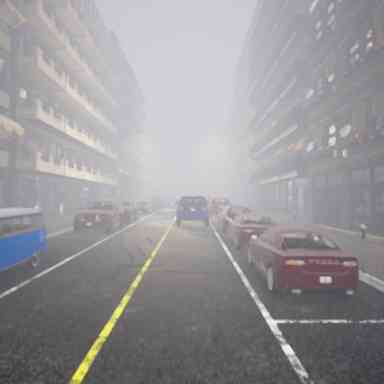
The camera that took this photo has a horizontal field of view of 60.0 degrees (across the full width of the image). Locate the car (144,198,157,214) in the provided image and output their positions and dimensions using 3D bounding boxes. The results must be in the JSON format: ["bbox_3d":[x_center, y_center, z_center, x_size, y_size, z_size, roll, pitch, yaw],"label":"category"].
[{"bbox_3d":[-5.378,1.633,36.317,1.947,1.339,4.313,1,0,0],"label":"car"}]

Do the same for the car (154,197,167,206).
[{"bbox_3d":[-5.427,1.689,58.438,1.887,1.381,4.507,1,0,0],"label":"car"}]

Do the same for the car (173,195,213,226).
[{"bbox_3d":[0.046,1.254,23.577,2.150,2.045,5.566,0,-1,0],"label":"car"}]

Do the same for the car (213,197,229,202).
[{"bbox_3d":[2.487,1.367,30.744,2.192,1.841,5.009,1,0,0],"label":"car"}]

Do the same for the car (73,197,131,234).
[{"bbox_3d":[-5.334,1.345,19.725,2.192,1.841,5.009,1,0,0],"label":"car"}]

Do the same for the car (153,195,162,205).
[{"bbox_3d":[-5.409,1.437,52.907,2.192,1.841,5.009,1,0,0],"label":"car"}]

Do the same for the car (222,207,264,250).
[{"bbox_3d":[2.553,1.563,14.150,1.887,1.381,4.507,1,0,0],"label":"car"}]

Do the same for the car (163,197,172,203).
[{"bbox_3d":[-5.465,1.804,75.032,1.802,1.307,4.206,1,0,0],"label":"car"}]

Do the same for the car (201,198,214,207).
[{"bbox_3d":[2.431,1.702,52.869,1.802,1.307,4.206,1,0,0],"label":"car"}]

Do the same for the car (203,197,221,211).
[{"bbox_3d":[2.459,1.522,41.807,1.967,1.590,4.097,1,0,0],"label":"car"}]

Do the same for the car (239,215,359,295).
[{"bbox_3d":[2.565,1.555,8.620,1.887,1.381,4.507,1,0,0],"label":"car"}]

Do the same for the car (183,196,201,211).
[{"bbox_3d":[0.006,1.433,41.705,2.097,1.767,4.553,0,0,0],"label":"car"}]

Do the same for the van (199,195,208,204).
[{"bbox_3d":[2.399,1.533,69.464,1.690,1.788,3.998,1,0,0],"label":"van"}]

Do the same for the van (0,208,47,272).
[{"bbox_3d":[-5.310,1.353,8.665,1.690,1.788,3.998,1,0,0],"label":"van"}]

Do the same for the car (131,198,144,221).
[{"bbox_3d":[-5.346,1.356,25.255,2.192,1.841,5.009,1,0,0],"label":"car"}]

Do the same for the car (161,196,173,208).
[{"bbox_3d":[-2.858,1.599,48.961,2.128,1.511,4.902,0,0,0],"label":"car"}]

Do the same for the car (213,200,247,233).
[{"bbox_3d":[2.551,1.469,19.682,1.967,1.590,4.097,1,0,0],"label":"car"}]

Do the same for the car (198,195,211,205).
[{"bbox_3d":[2.412,1.481,63.933,2.192,1.841,5.009,1,0,0],"label":"car"}]
